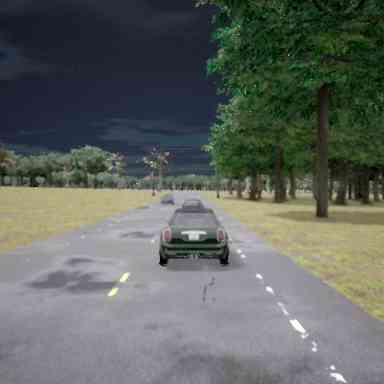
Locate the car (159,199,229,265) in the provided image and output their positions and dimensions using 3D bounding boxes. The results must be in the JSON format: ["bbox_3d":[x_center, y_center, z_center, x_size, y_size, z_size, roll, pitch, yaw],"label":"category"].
[{"bbox_3d":[0.071,1.306,11.707,2.097,1.767,4.553,0,0,0],"label":"car"}]

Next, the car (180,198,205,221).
[{"bbox_3d":[0.076,1.354,27.133,1.837,1.490,4.892,0,1,0],"label":"car"}]

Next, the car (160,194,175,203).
[{"bbox_3d":[-3.569,1.087,48.846,1.837,1.490,4.892,0,2,0],"label":"car"}]
